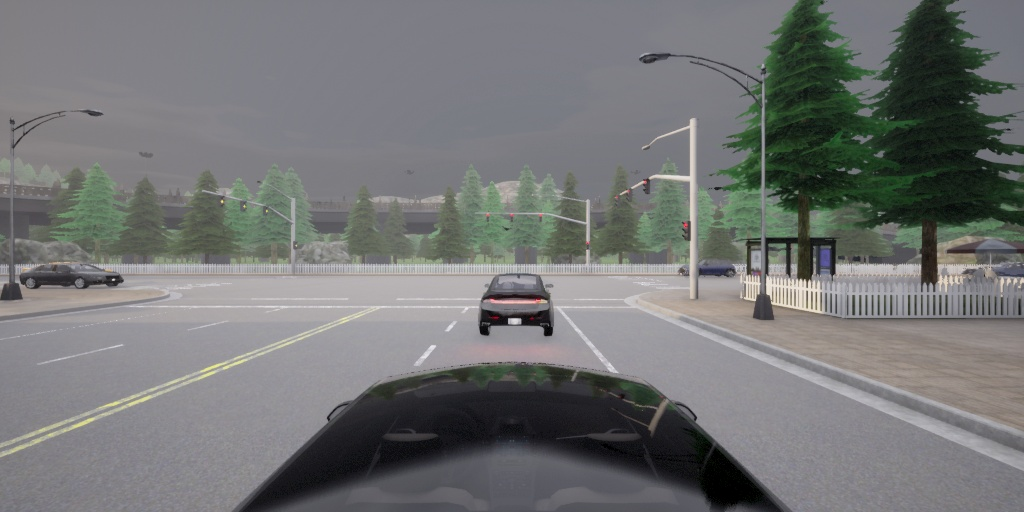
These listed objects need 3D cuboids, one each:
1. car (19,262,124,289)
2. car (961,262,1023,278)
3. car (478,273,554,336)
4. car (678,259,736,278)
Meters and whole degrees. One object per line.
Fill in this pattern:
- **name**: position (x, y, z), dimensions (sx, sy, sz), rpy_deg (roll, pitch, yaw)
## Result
- **car**: position (-26.753, 1.199, 21.863), dimensions (4.892, 1.490, 1.837), rpy_deg (0, 0, 0)
- **car**: position (42.474, 1.242, 30.556), dimensions (5.357, 1.411, 2.033), rpy_deg (0, 0, 16)
- **car**: position (0.181, 1.242, 10.394), dimensions (2.128, 1.511, 4.902), rpy_deg (0, 0, 3)
- **car**: position (17.518, 1.049, 32.388), dimensions (4.553, 1.767, 2.097), rpy_deg (0, 0, 0)
